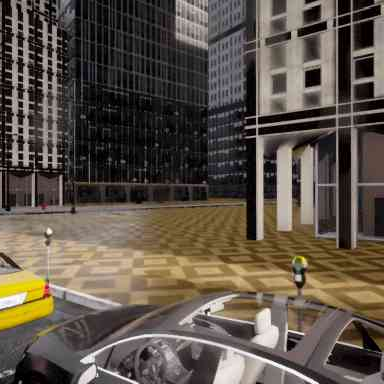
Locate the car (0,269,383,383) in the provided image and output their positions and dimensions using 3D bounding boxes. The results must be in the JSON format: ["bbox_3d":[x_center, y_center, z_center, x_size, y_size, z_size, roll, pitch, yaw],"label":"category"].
[{"bbox_3d":[0.273,1.551,2.683,4.403,1.369,2.008,0,0,36],"label":"car"}]

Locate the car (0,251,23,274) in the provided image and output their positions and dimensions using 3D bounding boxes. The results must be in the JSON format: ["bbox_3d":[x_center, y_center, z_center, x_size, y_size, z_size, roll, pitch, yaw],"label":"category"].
[{"bbox_3d":[-4.480,1.525,6.079,4.829,1.417,1.752,0,0,36],"label":"car"}]
